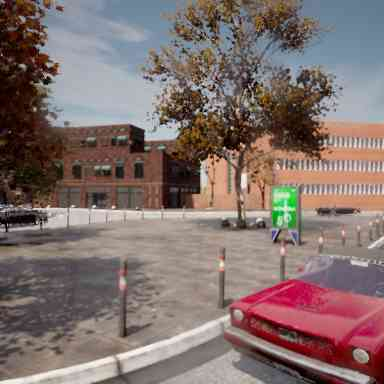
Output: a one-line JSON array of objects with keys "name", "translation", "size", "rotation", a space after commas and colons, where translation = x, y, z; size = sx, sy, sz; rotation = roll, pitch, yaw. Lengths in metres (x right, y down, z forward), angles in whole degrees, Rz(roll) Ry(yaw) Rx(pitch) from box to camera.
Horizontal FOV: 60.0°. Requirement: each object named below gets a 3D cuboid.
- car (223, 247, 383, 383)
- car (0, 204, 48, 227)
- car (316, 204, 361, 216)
[{"name": "car", "translation": [2.617, 1.631, 5.109], "size": [4.718, 1.301, 1.895], "rotation": [1, 0, -44]}, {"name": "car", "translation": [-12.081, 1.568, 22.229], "size": [2.128, 1.511, 4.902], "rotation": [0, 0, 33]}, {"name": "car", "translation": [16.644, 2.070, 37.765], "size": [4.718, 1.301, 1.895], "rotation": [1, 0, -14]}]
